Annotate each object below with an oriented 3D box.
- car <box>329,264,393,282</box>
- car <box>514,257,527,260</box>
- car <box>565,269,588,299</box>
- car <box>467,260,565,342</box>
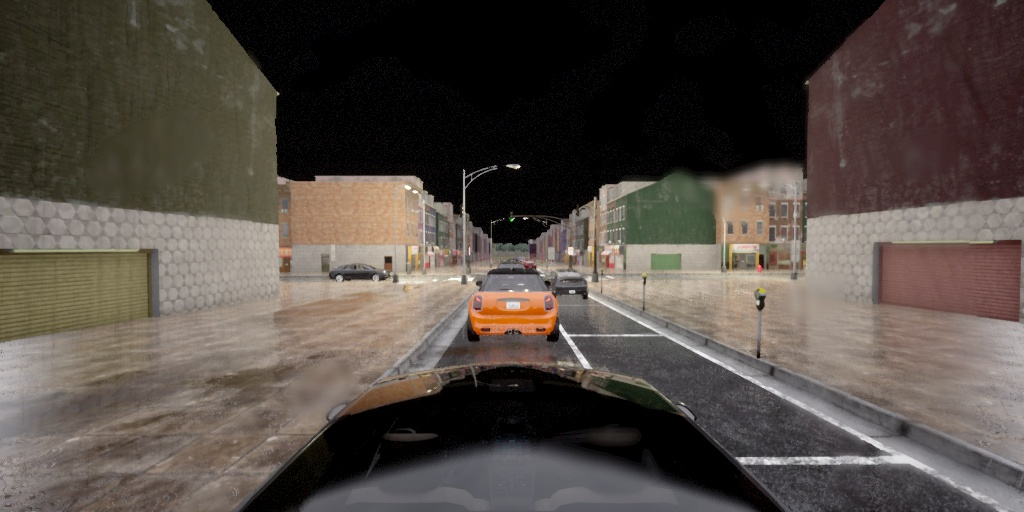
[{"bbox_3d":[-12.337,1.364,29.396,4.892,1.490,1.837,0,1,-2],"label":"car"},{"bbox_3d":[-0.057,1.097,20.828,2.097,1.767,4.553,0,0,0],"label":"car"},{"bbox_3d":[2.581,1.296,17.522,2.007,1.370,4.403,0,0,0],"label":"car"},{"bbox_3d":[0.036,1.099,9.957,2.097,1.767,4.553,0,0,0],"label":"car"}]
